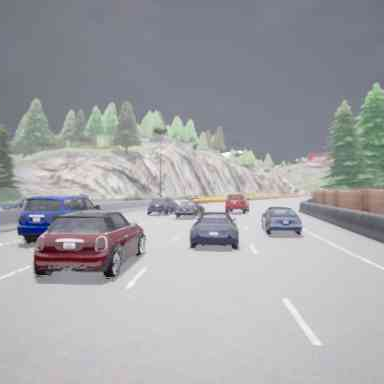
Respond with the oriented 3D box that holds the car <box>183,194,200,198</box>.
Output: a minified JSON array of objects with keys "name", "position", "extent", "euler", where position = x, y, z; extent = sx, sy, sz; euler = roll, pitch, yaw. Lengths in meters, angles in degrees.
[{"name":"car","position":[0.499,1.443,73.981],"extent":[1.837,1.490,4.892],"euler":[0,0,27]}]

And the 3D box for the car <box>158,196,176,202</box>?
[{"name":"car","position":[-5.749,1.521,77.138],"extent":[1.895,1.301,4.718],"euler":[0,0,27]}]

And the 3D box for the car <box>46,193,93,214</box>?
[{"name":"car","position":[-13.239,1.179,36.347],"extent":[2.150,2.045,5.566],"euler":[0,0,13]}]

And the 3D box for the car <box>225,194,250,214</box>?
[{"name":"car","position":[5.024,1.228,36.552],"extent":[2.150,2.045,5.566],"euler":[0,0,15]}]

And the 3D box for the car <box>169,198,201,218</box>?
[{"name":"car","position":[-0.129,1.542,30.037],"extent":[2.033,1.411,5.357],"euler":[0,0,12]}]

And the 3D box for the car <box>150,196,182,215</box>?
[{"name":"car","position":[-2.840,1.340,33.709],"extent":[2.097,1.767,4.553],"euler":[0,0,13]}]

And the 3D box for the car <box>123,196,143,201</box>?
[{"name":"car","position":[-12.580,1.497,70.956],"extent":[2.033,1.411,5.357],"euler":[0,0,23]}]

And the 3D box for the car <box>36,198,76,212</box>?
[{"name":"car","position":[-16.057,1.458,39.459],"extent":[1.837,1.490,4.892],"euler":[0,0,14]}]

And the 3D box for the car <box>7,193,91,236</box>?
[{"name":"car","position":[-5.890,1.204,15.922],"extent":[2.150,2.045,5.566],"euler":[0,0,7]}]

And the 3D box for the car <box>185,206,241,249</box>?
[{"name":"car","position":[1.044,1.561,14.782],"extent":[1.994,1.385,4.181],"euler":[1,0,6]}]

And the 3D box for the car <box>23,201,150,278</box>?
[{"name":"car","position":[-2.878,1.343,10.340],"extent":[2.097,1.767,4.553],"euler":[0,0,4]}]

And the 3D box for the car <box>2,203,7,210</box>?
[{"name":"car","position":[-19.816,1.470,38.821],"extent":[1.812,1.442,4.674],"euler":[0,0,14]}]

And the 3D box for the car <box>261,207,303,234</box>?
[{"name":"car","position":[5.054,1.557,19.164],"extent":[2.033,1.411,5.357],"euler":[0,0,8]}]
